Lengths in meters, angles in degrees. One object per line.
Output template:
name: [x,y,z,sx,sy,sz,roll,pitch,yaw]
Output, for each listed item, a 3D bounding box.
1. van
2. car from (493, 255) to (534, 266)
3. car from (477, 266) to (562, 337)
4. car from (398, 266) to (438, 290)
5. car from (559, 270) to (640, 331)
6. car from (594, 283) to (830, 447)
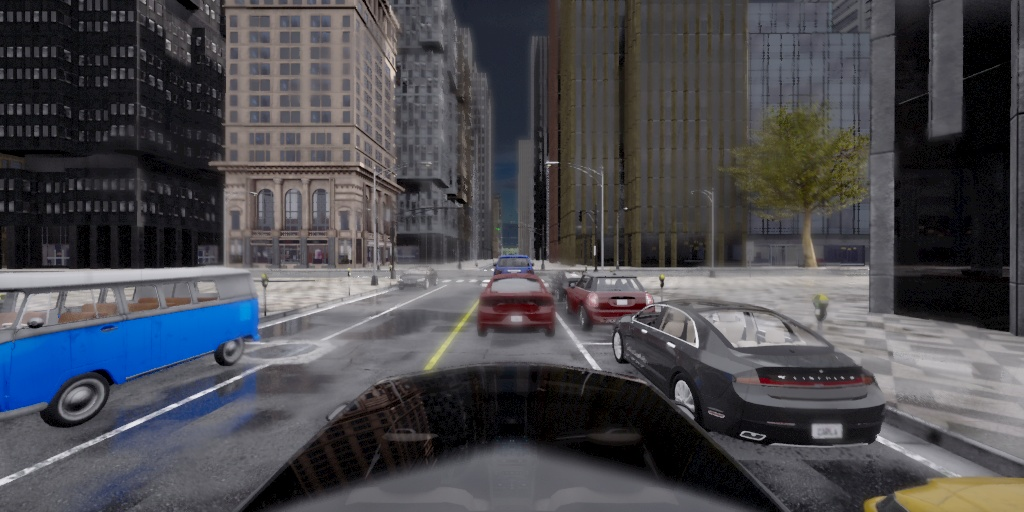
van: [-5.756,1.090,5.335,1.690,1.789,3.998,0,0,0]
car: [0.104,0.969,20.474,2.150,2.045,5.566,0,0,0]
car: [0.106,1.226,10.350,1.882,1.535,5.008,0,0,0]
car: [-5.732,1.296,22.258,2.007,1.370,4.403,0,0,0]
car: [2.777,1.188,10.965,1.967,1.591,4.097,0,0,0]
car: [2.769,1.300,5.323,2.007,1.370,4.403,0,0,0]
